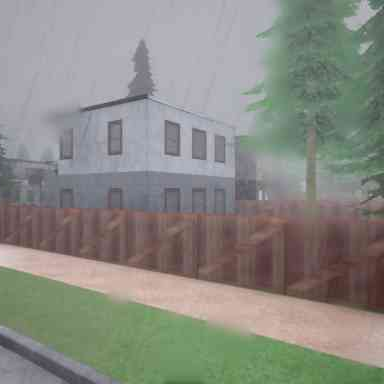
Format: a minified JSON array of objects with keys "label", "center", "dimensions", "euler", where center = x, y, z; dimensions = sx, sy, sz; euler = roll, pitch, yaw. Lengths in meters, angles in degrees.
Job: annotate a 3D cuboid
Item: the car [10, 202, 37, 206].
[{"label":"car","center":[-15.331,1.582,29.327],"dimensions":[1.895,1.301,4.718],"euler":[0,0,28]}]
